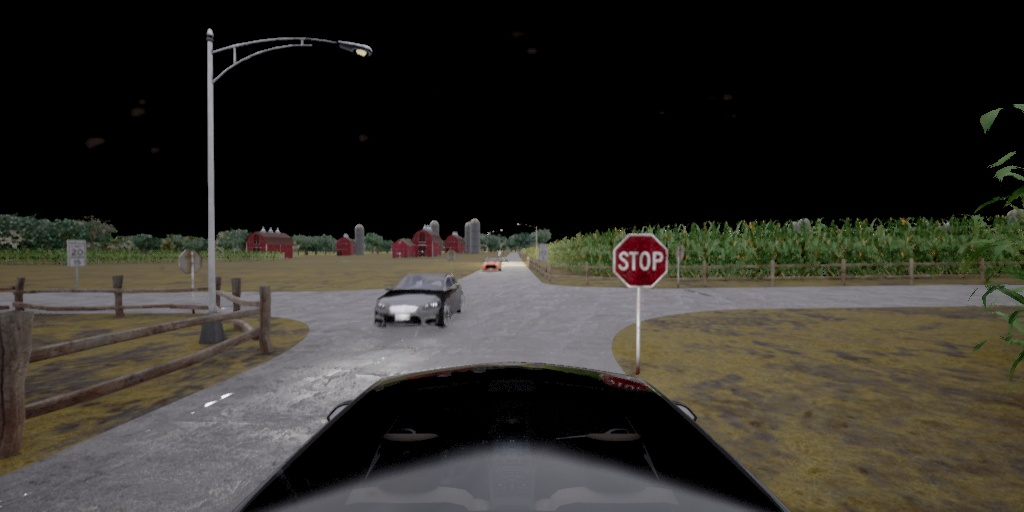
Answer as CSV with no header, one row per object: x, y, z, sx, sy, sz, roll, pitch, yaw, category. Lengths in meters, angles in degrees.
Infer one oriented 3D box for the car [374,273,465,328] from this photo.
-2.656,1.279,11.219,2.128,1.511,4.902,0,-1,1,car

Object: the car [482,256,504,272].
-2.327,0.906,42.269,2.097,1.767,4.553,0,0,1,car
